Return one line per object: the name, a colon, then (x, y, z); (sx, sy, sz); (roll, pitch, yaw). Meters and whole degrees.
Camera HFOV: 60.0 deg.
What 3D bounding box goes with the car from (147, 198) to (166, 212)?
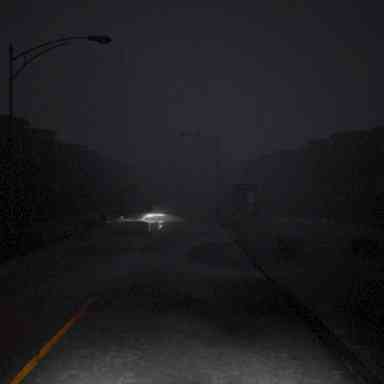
car: (-4.034, 1.495, 38.352); (2.128, 1.511, 4.902); (0, 0, 0)
